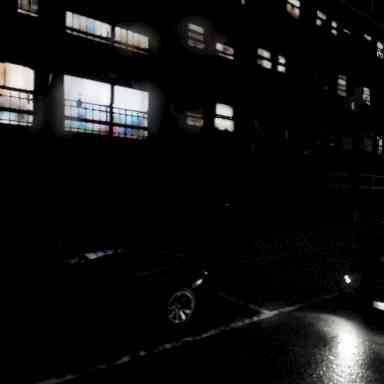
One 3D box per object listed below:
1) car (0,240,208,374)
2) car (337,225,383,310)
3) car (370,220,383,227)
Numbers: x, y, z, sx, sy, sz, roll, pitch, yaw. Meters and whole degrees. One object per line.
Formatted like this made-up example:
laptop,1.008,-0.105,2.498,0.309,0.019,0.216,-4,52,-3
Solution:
car,-1.695,1.556,5.493,4.313,1.339,1.947,0,1,-35
car,5.401,1.548,7.171,5.357,1.411,2.033,0,0,-35
car,7.644,1.565,11.903,4.313,1.339,1.947,0,1,-35
